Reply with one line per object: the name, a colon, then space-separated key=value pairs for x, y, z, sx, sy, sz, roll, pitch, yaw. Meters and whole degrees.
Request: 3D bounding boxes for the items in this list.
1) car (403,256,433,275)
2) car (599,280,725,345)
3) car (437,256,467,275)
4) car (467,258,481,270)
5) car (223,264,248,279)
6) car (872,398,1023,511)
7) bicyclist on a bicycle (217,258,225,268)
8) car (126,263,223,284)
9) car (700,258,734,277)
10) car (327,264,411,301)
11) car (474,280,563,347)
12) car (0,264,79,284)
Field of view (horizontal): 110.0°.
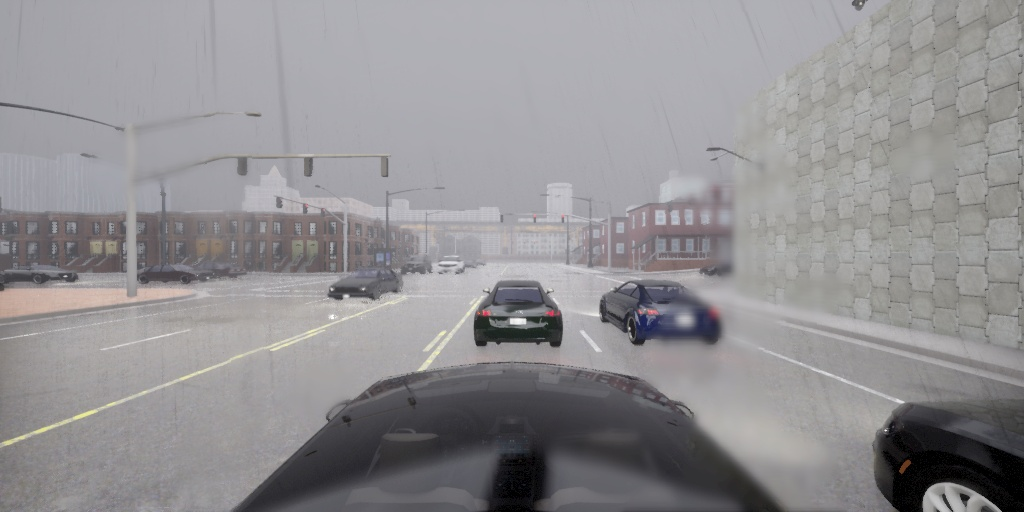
car: x=-10.152 y=0.972 z=38.766 sx=2.150 sy=2.045 sz=5.566 roll=0 pitch=0 yaw=1
car: x=3.668 y=1.314 z=9.536 sx=1.994 sy=1.385 sz=4.181 roll=0 pitch=0 yaw=1
car: x=-6.644 y=0.971 z=39.379 sx=2.150 sy=2.045 sz=5.566 roll=0 pitch=0 yaw=1
car: x=-6.452 y=1.295 z=54.628 sx=2.033 sy=1.411 sz=5.357 roll=0 pitch=0 yaw=1
car: x=-25.031 y=1.297 z=29.827 sx=5.357 sy=1.411 sz=2.033 roll=0 pitch=0 yaw=4
car: x=3.584 y=1.255 z=0.624 sx=1.837 sy=1.490 sz=4.892 roll=0 pitch=0 yaw=1
bicyclist on a bicycle: x=-30.389 y=1.053 z=37.354 sx=0.582 sy=1.620 sz=1.656 roll=0 pitch=0 yaw=1
car: x=-24.888 y=1.297 z=26.319 sx=5.357 sy=1.411 sz=2.033 roll=0 pitch=0 yaw=0
car: x=18.535 y=0.854 z=29.630 sx=5.357 sy=1.411 sz=2.033 roll=-5 pitch=0 yaw=1
car: x=-6.909 y=1.297 z=17.666 sx=2.033 sy=1.411 sz=5.357 roll=0 pitch=0 yaw=1
car: x=0.164 y=1.314 z=9.377 sx=1.994 sy=1.385 sz=4.181 roll=0 pitch=0 yaw=1
car: x=-34.853 y=1.314 z=26.410 sx=4.181 sy=1.385 sz=1.994 roll=0 pitch=0 yaw=1
